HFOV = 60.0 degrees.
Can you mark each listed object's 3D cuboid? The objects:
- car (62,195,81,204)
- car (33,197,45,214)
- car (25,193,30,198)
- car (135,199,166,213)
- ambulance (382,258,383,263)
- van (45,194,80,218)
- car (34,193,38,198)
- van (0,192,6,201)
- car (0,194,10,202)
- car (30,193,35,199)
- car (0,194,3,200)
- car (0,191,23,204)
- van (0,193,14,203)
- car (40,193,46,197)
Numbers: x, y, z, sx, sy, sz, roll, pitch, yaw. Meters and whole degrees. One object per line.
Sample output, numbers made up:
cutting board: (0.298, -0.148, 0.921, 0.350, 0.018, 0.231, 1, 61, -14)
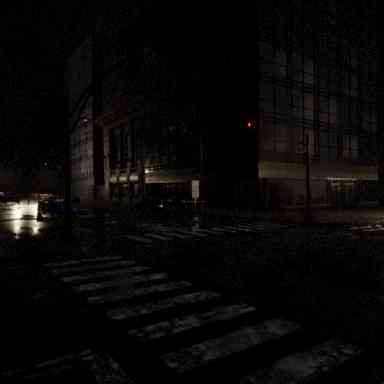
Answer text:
car: (-20.649, 1.200, 57.023, 1.887, 1.381, 4.507, 0, 1, -35)
car: (-14.517, 1.483, 33.664, 1.802, 1.307, 4.206, -1, 1, -35)
car: (-40.273, 0.981, 84.657, 2.008, 1.369, 4.403, 0, 1, -35)
car: (-4.296, 1.383, 33.993, 1.947, 1.339, 4.313, -1, 1, -35)
ambulance: (7.857, 1.063, 7.083, 2.351, 2.431, 6.366, -1, 1, -36)
van: (-11.248, 1.272, 29.056, 1.690, 1.788, 3.998, -1, 1, -35)
car: (-33.731, 1.056, 75.446, 2.008, 1.369, 4.403, 0, 1, -35)
van: (-40.680, 0.960, 70.507, 1.690, 1.788, 3.998, 0, 1, -35)
car: (-37.409, 1.201, 65.903, 1.887, 1.381, 4.507, 0, 1, -35)
car: (-37.002, 0.908, 80.051, 1.967, 1.590, 4.097, 0, 1, -35)
car: (-43.951, 1.147, 75.114, 1.947, 1.339, 4.313, 0, 1, -35)
car: (-30.870, 1.047, 56.690, 2.192, 1.841, 5.009, 0, 1, -35)
van: (-34.140, 1.036, 61.296, 1.690, 1.788, 3.998, 0, 1, -35)
car: (-30.461, 1.125, 70.841, 1.802, 1.307, 4.206, 0, 1, -35)
